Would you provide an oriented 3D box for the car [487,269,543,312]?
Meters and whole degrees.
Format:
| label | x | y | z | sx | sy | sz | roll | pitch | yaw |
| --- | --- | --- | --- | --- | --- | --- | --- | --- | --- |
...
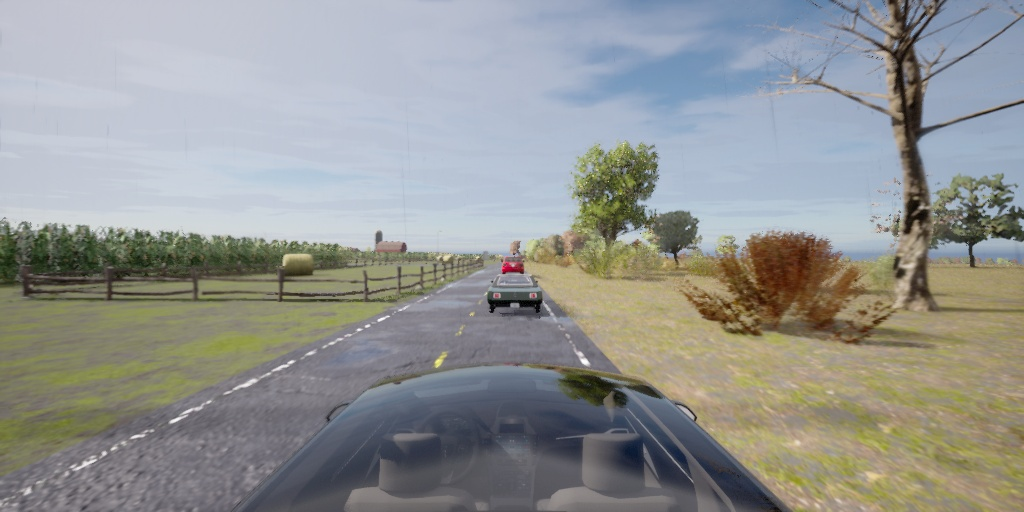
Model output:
| label | x | y | z | sx | sy | sz | roll | pitch | yaw |
| --- | --- | --- | --- | --- | --- | --- | --- | --- | --- |
| car | 0.104 | 1.356 | 14.183 | 1.895 | 1.301 | 4.718 | 0 | 0 | 0 |

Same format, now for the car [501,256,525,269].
| label | x | y | z | sx | sy | sz | roll | pitch | yaw |
| --- | --- | --- | --- | --- | --- | --- | --- | --- | --- |
| car | 0.106 | 1.005 | 36.263 | 2.150 | 2.045 | 5.566 | 0 | 0 | 0 |
